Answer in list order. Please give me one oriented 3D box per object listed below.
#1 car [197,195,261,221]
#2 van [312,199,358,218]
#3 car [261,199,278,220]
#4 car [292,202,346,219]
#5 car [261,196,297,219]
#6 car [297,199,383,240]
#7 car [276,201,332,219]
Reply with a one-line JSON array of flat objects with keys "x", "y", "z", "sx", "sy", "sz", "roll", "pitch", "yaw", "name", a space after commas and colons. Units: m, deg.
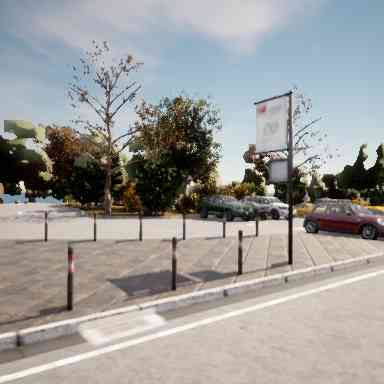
[{"x": 2.677, "y": 1.304, "z": 28.129, "sx": 2.435, "sy": 2.045, "sz": 5.566, "roll": 2, "pitch": -1, "yaw": -36, "name": "car"}, {"x": 16.209, "y": 1.828, "z": 37.792, "sx": 1.878, "sy": 1.987, "sz": 4.442, "roll": 3, "pitch": -1, "yaw": -36, "name": "van"}, {"x": 4.817, "y": 1.620, "z": 29.713, "sx": 2.231, "sy": 1.521, "sz": 4.892, "roll": 2, "pitch": -1, "yaw": -36, "name": "car"}, {"x": 13.760, "y": 1.949, "z": 36.401, "sx": 1.946, "sy": 1.575, "sz": 5.366, "roll": 3, "pitch": -1, "yaw": -36, "name": "car"}, {"x": 7.094, "y": 1.437, "z": 31.340, "sx": 2.435, "sy": 2.045, "sz": 5.566, "roll": 2, "pitch": -1, "yaw": -36, "name": "car"}, {"x": 8.098, "y": 1.381, "z": 16.977, "sx": 2.185, "sy": 1.767, "sz": 4.553, "roll": 2, "pitch": -1, "yaw": -36, "name": "car"}, {"x": 11.601, "y": 1.858, "z": 34.848, "sx": 1.946, "sy": 1.575, "sz": 5.366, "roll": 2, "pitch": -1, "yaw": -36, "name": "car"}]
